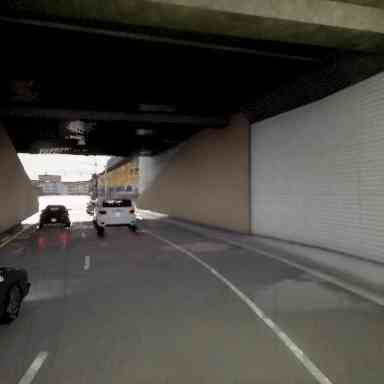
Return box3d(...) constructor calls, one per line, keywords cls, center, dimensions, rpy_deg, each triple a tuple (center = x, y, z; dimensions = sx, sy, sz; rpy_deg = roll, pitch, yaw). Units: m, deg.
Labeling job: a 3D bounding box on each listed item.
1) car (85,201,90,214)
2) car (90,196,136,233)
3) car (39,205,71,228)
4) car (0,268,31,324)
box3d(cls="car", center=(-10.852, 1.615, 37.394), dimensions=(1.812, 1.442, 4.674), rpy_deg=(-1, 0, -20))
box3d(cls="car", center=(-4.866, 1.263, 20.501), dimensions=(2.150, 2.045, 5.566), rpy_deg=(-1, 0, -19))
box3d(cls="car", center=(-9.506, 1.607, 23.224), dimensions=(1.812, 1.442, 4.674), rpy_deg=(-1, 0, -19))
box3d(cls="car", center=(-3.785, 1.581, 4.068), dimensions=(2.033, 1.411, 5.357), rpy_deg=(0, 0, -8))
